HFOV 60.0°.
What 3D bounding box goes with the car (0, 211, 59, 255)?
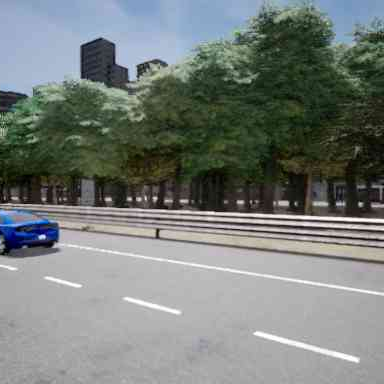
[{"bbox_3d":[-7.431,1.497,13.465,5.008,1.535,1.882,0,0,36],"label":"car"}]
